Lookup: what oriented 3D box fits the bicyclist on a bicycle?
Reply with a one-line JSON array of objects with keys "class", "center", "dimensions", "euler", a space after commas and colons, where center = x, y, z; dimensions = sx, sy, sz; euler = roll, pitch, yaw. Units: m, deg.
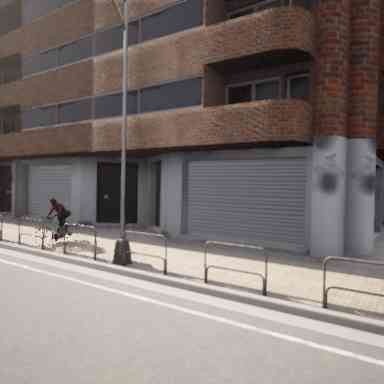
[{"class": "bicyclist on a bicycle", "center": [-4.594, 1.006, 11.323], "dimensions": [0.582, 1.620, 1.656], "euler": [2, 1, 33]}]
